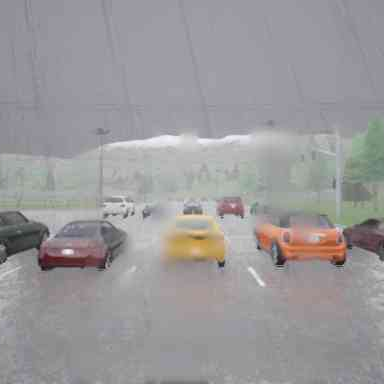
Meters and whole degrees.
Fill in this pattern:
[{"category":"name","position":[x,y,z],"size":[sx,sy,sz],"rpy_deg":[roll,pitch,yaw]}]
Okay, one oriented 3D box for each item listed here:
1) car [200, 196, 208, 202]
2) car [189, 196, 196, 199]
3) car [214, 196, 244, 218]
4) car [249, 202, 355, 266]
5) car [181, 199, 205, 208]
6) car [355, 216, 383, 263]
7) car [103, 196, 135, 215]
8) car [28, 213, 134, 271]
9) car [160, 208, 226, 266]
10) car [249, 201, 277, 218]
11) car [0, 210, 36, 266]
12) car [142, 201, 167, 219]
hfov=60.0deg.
[{"category":"car","position":[3.518,2.038,95.553],"size":[1.812,1.442,4.674],"rpy_deg":[0,0,0]},{"category":"car","position":[0.018,2.053,95.362],"size":[2.033,1.411,5.357],"rpy_deg":[0,0,0]},{"category":"car","position":[3.604,1.394,31.862],"size":[2.150,2.045,5.566],"rpy_deg":[0,0,0]},{"category":"car","position":[3.592,1.417,11.895],"size":[2.097,1.767,4.553],"rpy_deg":[0,0,0]},{"category":"car","position":[0.091,1.708,33.682],"size":[1.812,1.442,4.674],"rpy_deg":[0,0,0]},{"category":"car","position":[7.093,1.591,11.995],"size":[1.812,1.442,4.674],"rpy_deg":[0,0,0]},{"category":"car","position":[-6.896,1.393,31.808],"size":[2.150,2.045,5.566],"rpy_deg":[0,0,0]},{"category":"car","position":[-3.412,1.625,11.181],"size":[1.994,1.385,4.181],"rpy_deg":[0,0,0]},{"category":"car","position":[0.092,1.542,11.820],"size":[1.882,1.535,5.008],"rpy_deg":[0,0,0]},{"category":"car","position":[7.103,1.708,33.671],"size":[1.812,1.442,4.674],"rpy_deg":[0,0,0]},{"category":"car","position":[-6.908,1.417,11.917],"size":[2.097,1.767,4.553],"rpy_deg":[0,0,0]},{"category":"car","position":[-3.397,1.769,31.077],"size":[1.895,1.301,4.718],"rpy_deg":[0,0,0]}]
